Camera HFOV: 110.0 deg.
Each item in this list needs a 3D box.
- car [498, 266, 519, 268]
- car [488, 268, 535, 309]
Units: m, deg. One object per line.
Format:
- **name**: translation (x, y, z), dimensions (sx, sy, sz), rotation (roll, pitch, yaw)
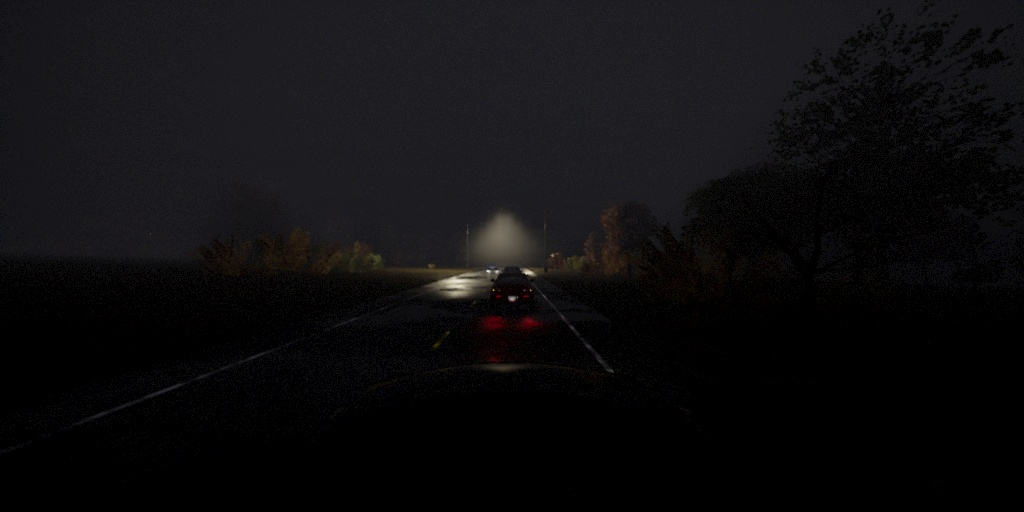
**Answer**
- **car**: translation (0.024, 1.597, 30.742), dimensions (1.812, 1.442, 4.674), rotation (0, 0, 0)
- **car**: translation (0.023, 1.429, 15.738), dimensions (1.812, 1.442, 4.674), rotation (0, 0, 0)
